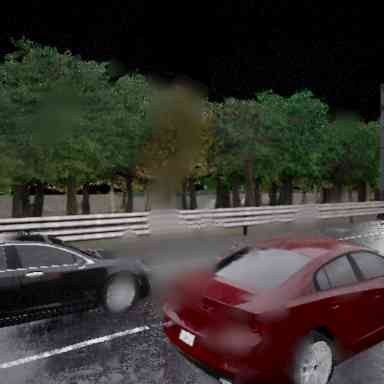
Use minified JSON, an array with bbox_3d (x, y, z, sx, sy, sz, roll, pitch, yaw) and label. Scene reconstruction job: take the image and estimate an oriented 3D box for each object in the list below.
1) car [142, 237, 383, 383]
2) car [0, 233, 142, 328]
[{"bbox_3d":[1.953,1.450,5.141,5.008,1.535,1.882,0,0,-36],"label":"car"},{"bbox_3d":[-3.010,1.500,5.898,4.892,1.490,1.837,-1,0,-36],"label":"car"}]
